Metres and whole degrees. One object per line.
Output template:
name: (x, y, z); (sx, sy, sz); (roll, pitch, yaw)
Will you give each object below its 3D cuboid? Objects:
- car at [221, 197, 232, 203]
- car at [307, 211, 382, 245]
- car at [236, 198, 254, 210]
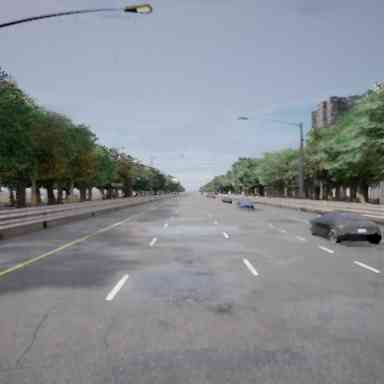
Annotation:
car: (7.037, 1.605, 68.282); (1.994, 1.385, 4.181); (0, 0, 0)
car: (7.002, 1.571, 15.711); (1.994, 1.385, 4.181); (0, 0, 0)
car: (7.008, 1.561, 44.223); (2.033, 1.411, 5.357); (0, 0, 0)
